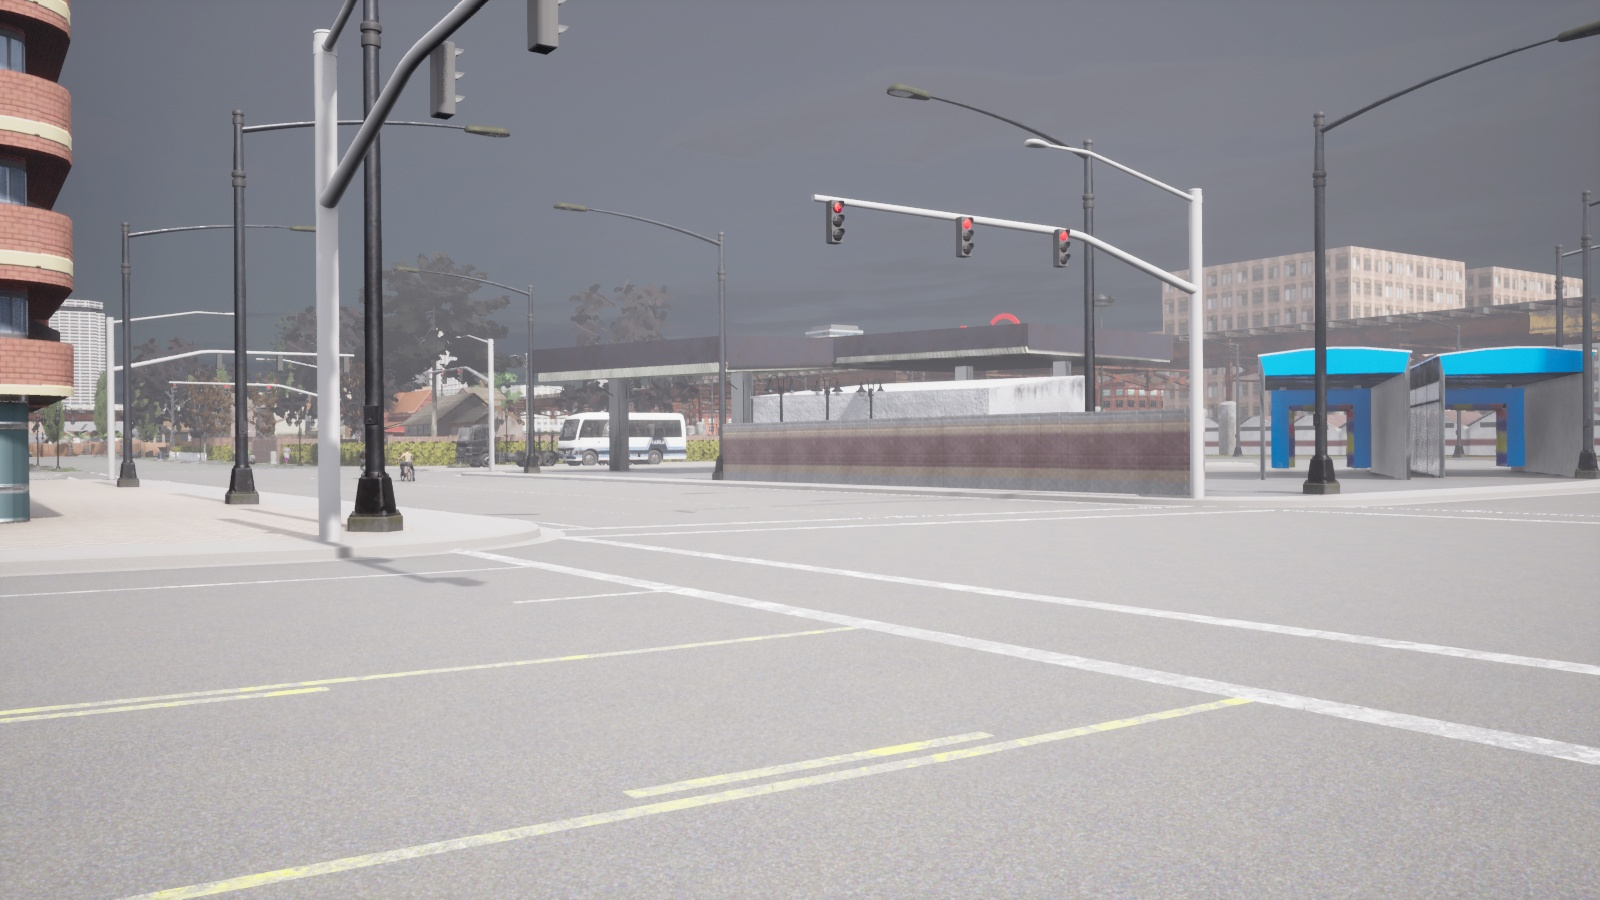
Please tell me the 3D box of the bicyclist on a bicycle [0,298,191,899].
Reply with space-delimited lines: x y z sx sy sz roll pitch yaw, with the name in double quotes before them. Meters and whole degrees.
"bicyclist on a bicycle" -2.100 0.623 2.117 1.843 1.776 0.659 0 0 -36
